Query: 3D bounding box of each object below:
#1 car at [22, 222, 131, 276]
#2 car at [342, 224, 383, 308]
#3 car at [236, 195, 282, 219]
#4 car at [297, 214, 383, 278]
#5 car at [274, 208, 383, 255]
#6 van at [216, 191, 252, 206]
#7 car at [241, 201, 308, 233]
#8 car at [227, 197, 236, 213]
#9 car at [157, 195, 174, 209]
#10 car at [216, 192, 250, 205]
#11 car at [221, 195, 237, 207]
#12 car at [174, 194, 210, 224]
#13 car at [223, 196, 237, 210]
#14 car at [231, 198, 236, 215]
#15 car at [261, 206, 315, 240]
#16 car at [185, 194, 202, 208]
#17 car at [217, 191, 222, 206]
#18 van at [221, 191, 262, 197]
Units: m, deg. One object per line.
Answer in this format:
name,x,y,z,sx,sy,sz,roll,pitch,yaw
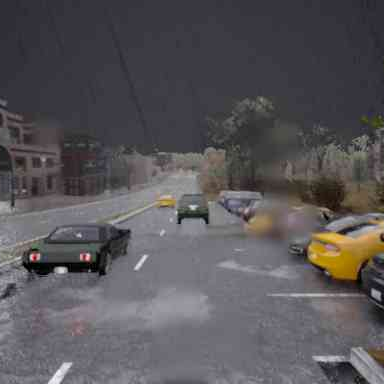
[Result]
car,-3.132,1.576,10.180,1.895,1.301,4.718,0,0,0
car,5.541,1.473,5.638,4.892,1.521,2.231,0,0,0
car,5.555,1.264,22.159,4.553,1.767,2.185,0,1,0
car,5.549,1.465,8.393,5.008,1.535,2.097,0,0,0
car,5.567,1.456,11.147,4.892,1.521,2.231,0,0,0
van,5.519,0.855,44.203,4.442,1.987,1.878,0,1,0
car,5.388,1.426,16.658,5.366,1.575,1.946,0,0,0
car,5.601,1.373,27.676,4.674,1.452,2.002,0,1,0
car,-3.063,1.146,40.397,1.882,1.535,5.008,0,1,0
car,5.672,0.895,46.957,4.553,1.767,2.185,0,1,0
car,5.640,1.292,33.186,4.792,1.488,2.163,0,1,0
car,0.106,1.113,24.201,2.150,2.045,5.566,0,1,1
car,5.575,1.331,30.434,4.792,1.488,2.163,0,1,0
car,5.589,1.402,24.922,4.674,1.452,2.002,0,1,0
car,5.596,1.475,13.897,4.792,1.488,2.163,0,0,0
car,0.182,1.120,42.619,2.128,1.511,4.902,0,1,0
car,5.592,1.054,38.821,4.553,1.767,2.185,0,1,0
van,5.734,0.998,35.935,4.442,1.987,1.878,0,1,0
